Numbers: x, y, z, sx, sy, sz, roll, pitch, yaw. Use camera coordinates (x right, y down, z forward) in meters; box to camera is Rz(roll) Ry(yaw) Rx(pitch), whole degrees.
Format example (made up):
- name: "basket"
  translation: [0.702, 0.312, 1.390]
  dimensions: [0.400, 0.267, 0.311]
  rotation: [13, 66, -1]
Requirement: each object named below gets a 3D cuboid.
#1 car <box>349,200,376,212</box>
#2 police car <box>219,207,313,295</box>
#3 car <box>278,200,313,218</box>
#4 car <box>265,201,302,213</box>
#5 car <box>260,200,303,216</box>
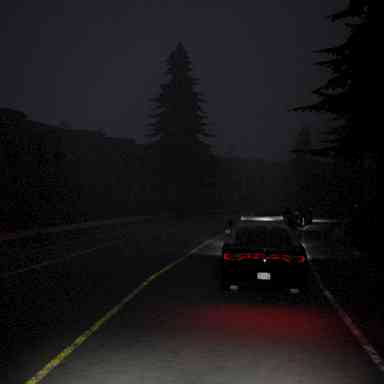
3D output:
- name: "car"
  translation: [20.214, 1.564, 38.700]
  dimensions: [4.181, 1.385, 1.994]
  rotation: [0, 0, -34]
- name: "police car"
  translation: [1.881, 1.425, 8.988]
  dimensions: [1.930, 1.638, 5.238]
  rotation: [0, 0, 11]
- name: "car"
  translation: [7.053, 1.505, 22.973]
  dimensions: [1.837, 1.490, 4.892]
  rotation: [0, 0, 30]
- name: "car"
  translation: [4.568, 1.478, 17.895]
  dimensions: [1.882, 1.535, 5.008]
  rotation: [0, 0, 23]
- name: "car"
  translation: [9.202, 1.547, 33.736]
  dimensions: [2.033, 1.411, 5.357]
  rotation: [0, 0, 41]
